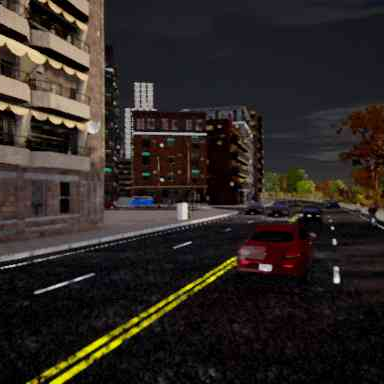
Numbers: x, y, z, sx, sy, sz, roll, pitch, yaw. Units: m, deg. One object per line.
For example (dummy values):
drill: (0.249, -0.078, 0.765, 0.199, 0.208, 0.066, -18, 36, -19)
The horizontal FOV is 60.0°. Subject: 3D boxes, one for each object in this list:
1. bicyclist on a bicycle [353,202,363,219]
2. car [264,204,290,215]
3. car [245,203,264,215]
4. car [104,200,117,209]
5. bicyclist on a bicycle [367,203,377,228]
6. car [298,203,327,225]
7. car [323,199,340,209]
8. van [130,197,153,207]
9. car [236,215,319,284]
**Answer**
bicyclist on a bicycle: (15.827, 1.754, 31.705, 0.866, 1.612, 1.509, -1, -1, 21)
car: (9.506, 1.958, 36.085, 2.033, 1.411, 5.357, -1, -1, 21)
car: (7.821, 2.027, 40.655, 2.033, 1.411, 5.357, -1, -1, 20)
car: (-12.974, 1.810, 48.262, 4.206, 1.307, 1.802, 1, -2, -9)
bicyclist on a bicycle: (12.161, 1.593, 22.444, 0.659, 1.776, 1.843, -1, -1, 22)
car: (9.606, 1.842, 26.941, 2.033, 1.411, 5.357, -1, -1, 22)
car: (24.050, 2.147, 56.872, 1.994, 1.385, 4.181, -1, -1, 19)
van: (-8.596, 1.684, 57.431, 3.998, 1.788, 1.690, 1, -2, -9)
car: (2.641, 1.642, 9.993, 1.812, 1.442, 4.674, -1, -1, 23)
